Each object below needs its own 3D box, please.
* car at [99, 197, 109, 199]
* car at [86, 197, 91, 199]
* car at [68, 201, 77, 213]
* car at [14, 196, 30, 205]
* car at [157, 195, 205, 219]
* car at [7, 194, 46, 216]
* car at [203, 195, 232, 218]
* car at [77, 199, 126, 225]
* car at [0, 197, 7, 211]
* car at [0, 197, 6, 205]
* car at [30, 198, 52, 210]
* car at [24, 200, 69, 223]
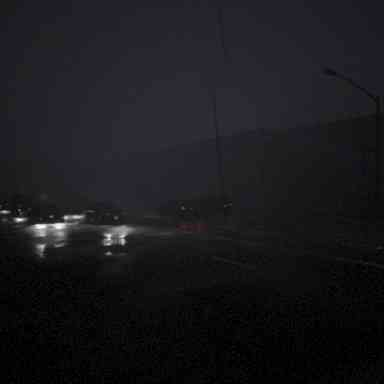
[{"bbox_3d":[-14.700,1.600,55.085,1.812,1.442,4.674,0,0,-35],"label":"car"},{"bbox_3d":[-16.870,1.544,52.109,2.128,1.511,4.902,0,0,-35],"label":"car"},{"bbox_3d":[-12.734,1.587,33.691,1.994,1.385,4.181,0,0,-35],"label":"car"},{"bbox_3d":[-29.611,1.470,57.846,1.882,1.535,5.008,0,0,-35],"label":"car"},{"bbox_3d":[-1.279,1.432,29.922,2.097,1.767,4.553,0,0,-35],"label":"car"},{"bbox_3d":[-16.513,1.219,32.990,2.150,2.045,5.566,0,0,-35],"label":"car"},{"bbox_3d":[1.467,1.325,32.105,2.150,2.045,5.566,0,0,-35],"label":"car"},{"bbox_3d":[-6.629,1.526,25.012,2.128,1.511,4.902,0,0,-35],"label":"car"},{"bbox_3d":[-22.669,1.512,41.758,1.812,1.442,4.674,0,0,-35],"label":"car"},{"bbox_3d":[-33.055,1.533,56.680,1.994,1.385,4.181,0,0,-35],"label":"car"},{"bbox_3d":[-20.139,1.574,44.250,1.994,1.385,4.181,0,0,-35],"label":"car"},{"bbox_3d":[-11.177,1.571,25.397,1.994,1.385,4.181,0,0,-35],"label":"car"}]
